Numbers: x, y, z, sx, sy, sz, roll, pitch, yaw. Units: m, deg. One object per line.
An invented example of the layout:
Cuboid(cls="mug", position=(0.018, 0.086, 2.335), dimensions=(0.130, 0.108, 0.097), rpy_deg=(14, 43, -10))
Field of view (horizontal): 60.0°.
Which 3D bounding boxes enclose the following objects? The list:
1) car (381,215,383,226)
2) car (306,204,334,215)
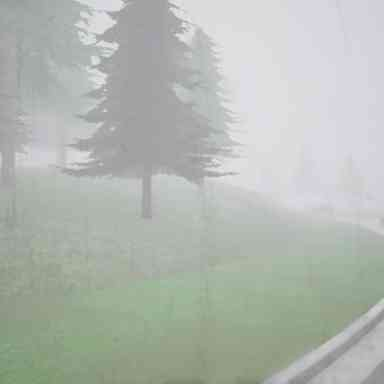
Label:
Cuboid(cls="car", position=(15.693, 1.984, 24.902), dimensions=(1.812, 1.442, 4.674), rpy_deg=(0, -1, 15))
Cuboid(cls="car", position=(17.134, 2.295, 44.763), dimensions=(2.128, 1.511, 4.902), rpy_deg=(0, -1, -8))
